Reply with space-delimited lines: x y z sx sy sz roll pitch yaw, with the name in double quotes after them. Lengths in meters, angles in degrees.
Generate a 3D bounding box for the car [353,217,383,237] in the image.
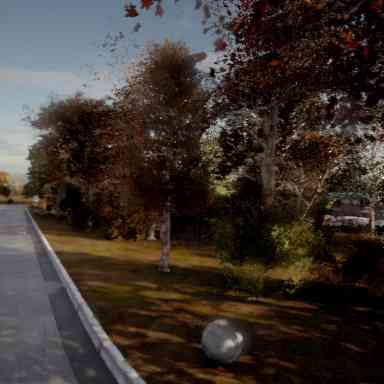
23.547 4.543 41.824 5.566 2.045 2.435 3 -3 -27 "car"

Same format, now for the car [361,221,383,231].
30.973 5.665 55.819 4.792 1.488 2.163 3 -2 -27 "car"

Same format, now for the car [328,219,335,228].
20.974 4.935 46.736 4.792 1.488 2.163 3 -3 -27 "car"

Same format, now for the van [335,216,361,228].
28.526 5.507 60.868 4.442 1.987 1.878 3 -2 -27 "van"

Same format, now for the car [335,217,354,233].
22.316 4.603 44.313 5.566 2.045 2.435 3 -3 -27 "car"

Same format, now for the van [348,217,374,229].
29.612 5.450 58.275 4.442 1.987 1.878 3 -2 -27 "van"

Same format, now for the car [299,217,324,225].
24.529 5.888 68.267 4.674 1.452 2.002 3 -2 -27 "car"

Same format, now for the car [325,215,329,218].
27.124 5.768 63.299 5.008 1.535 2.097 3 -2 -27 "car"
